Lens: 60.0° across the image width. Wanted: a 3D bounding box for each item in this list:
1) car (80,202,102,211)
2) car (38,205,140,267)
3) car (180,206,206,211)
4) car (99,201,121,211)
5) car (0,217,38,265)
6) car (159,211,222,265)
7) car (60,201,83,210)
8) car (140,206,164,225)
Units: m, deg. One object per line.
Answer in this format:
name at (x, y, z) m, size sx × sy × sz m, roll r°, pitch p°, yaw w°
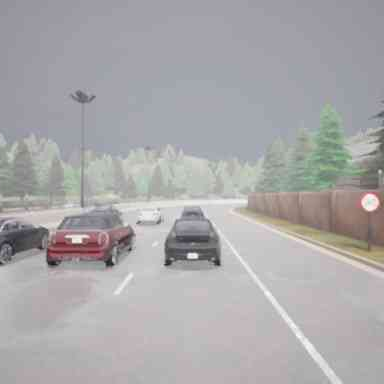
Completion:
car at (-16.721, 2.314, 55.294) m, size 1.994 × 1.385 × 4.181 m, roll 0°, pitch -1°, yaw 7°
car at (-3.460, 1.518, 12.201) m, size 2.097 × 1.767 × 4.553 m, roll 0°, pitch -1°, yaw 1°
car at (0.051, 1.878, 27.318) m, size 1.837 × 1.490 × 4.892 m, roll 0°, pitch 0°, yaw 0°
car at (-13.334, 2.239, 54.236) m, size 1.837 × 1.490 × 4.892 m, roll 0°, pitch 0°, yaw 7°
car at (-6.960, 1.660, 12.285) m, size 2.128 × 1.511 × 4.902 m, roll 0°, pitch -1°, yaw 0°
car at (0.040, 1.675, 12.311) m, size 1.837 × 1.490 × 4.892 m, roll 0°, pitch 0°, yaw 0°
car at (-20.195, 2.284, 55.882) m, size 1.812 × 1.442 × 4.674 m, roll 0°, pitch -1°, yaw 7°
car at (-3.443, 1.906, 27.963) m, size 1.812 × 1.442 × 4.674 m, roll 0°, pitch -1°, yaw 0°
